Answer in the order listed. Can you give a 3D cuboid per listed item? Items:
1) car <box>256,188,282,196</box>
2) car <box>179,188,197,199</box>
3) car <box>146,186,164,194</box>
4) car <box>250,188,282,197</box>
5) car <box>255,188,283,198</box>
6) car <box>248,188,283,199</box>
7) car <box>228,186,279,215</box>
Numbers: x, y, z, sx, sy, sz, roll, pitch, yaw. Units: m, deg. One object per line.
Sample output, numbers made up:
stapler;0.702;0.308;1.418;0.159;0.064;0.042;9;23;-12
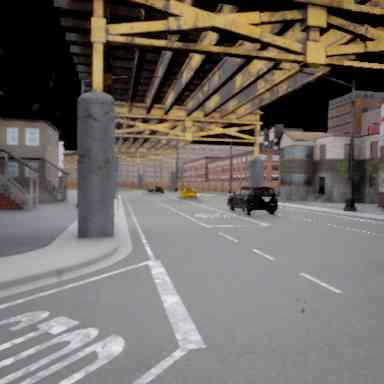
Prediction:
car;12.638;-0.002;54.284;4.536;1.218;1.853;-1;2;-43
car;-0.613;0.150;48.122;1.882;1.535;5.008;1;2;-13
car;-7.308;-0.388;65.238;1.837;1.490;4.892;1;1;-36
car;11.273;0.073;50.766;4.536;1.218;1.853;1;2;17
car;12.598;0.156;54.253;4.974;1.542;2.038;-1;2;-43
car;11.221;0.229;50.786;4.974;1.542;2.038;1;2;17
car;4.489;0.593;25.203;2.150;2.045;5.566;1;2;-13
